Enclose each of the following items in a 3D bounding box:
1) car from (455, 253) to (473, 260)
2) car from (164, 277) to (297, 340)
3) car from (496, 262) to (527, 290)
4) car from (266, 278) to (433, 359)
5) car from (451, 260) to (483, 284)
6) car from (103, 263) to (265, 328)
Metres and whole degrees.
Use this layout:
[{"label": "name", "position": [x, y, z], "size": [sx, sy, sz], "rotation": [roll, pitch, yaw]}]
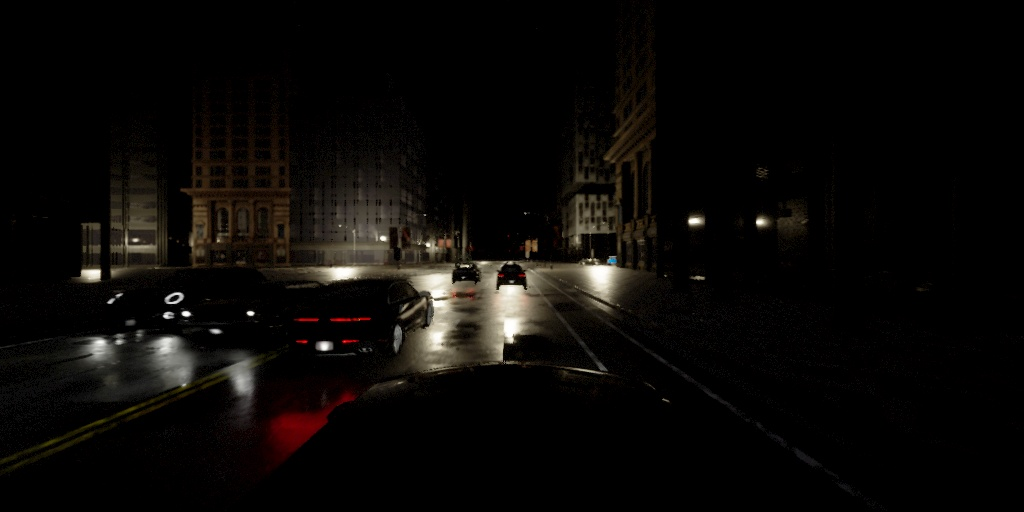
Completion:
[{"label": "car", "position": [-6.810, 0.619, 51.000], "size": [2.150, 2.045, 5.566], "rotation": [0, 0, 0]}, {"label": "car", "position": [-6.644, 1.381, 10.237], "size": [1.895, 1.301, 4.718], "rotation": [0, 0, 0]}, {"label": "car", "position": [-0.028, 1.276, 22.617], "size": [1.812, 1.442, 4.674], "rotation": [0, 0, 0]}, {"label": "car", "position": [-3.183, 1.269, 8.477], "size": [1.837, 1.490, 4.892], "rotation": [0, 0, 0]}, {"label": "car", "position": [-3.301, 1.257, 26.676], "size": [2.128, 1.511, 4.902], "rotation": [0, 0, 0]}, {"label": "car", "position": [-9.903, 1.148, 11.533], "size": [2.097, 1.767, 4.553], "rotation": [0, 0, 0]}]
